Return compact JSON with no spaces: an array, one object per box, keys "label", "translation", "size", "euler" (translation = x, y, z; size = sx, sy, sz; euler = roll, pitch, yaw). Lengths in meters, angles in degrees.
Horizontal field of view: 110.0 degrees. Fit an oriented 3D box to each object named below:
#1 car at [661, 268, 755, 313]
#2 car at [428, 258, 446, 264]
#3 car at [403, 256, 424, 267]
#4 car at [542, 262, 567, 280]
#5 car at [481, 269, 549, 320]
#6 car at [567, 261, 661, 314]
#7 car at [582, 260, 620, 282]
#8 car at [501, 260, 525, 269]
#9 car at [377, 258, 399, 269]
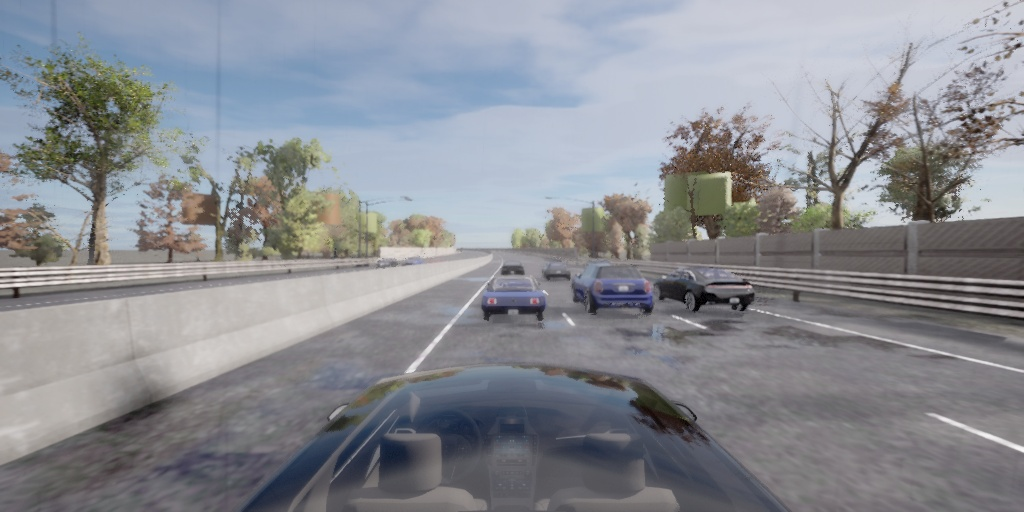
[{"label":"car","translation":[7.061,1.183,13.781],"size":[2.128,1.511,4.902],"euler":[0,0,0]},{"label":"car","translation":[-10.629,0.978,51.105],"size":[1.882,1.535,5.008],"euler":[0,0,0]},{"label":"car","translation":[-14.128,0.852,51.483],"size":[2.097,1.767,4.553],"euler":[0,0,0]},{"label":"car","translation":[3.554,1.177,29.356],"size":[1.994,1.385,4.181],"euler":[0,0,0]},{"label":"car","translation":[0.054,1.299,12.381],"size":[1.895,1.301,4.718],"euler":[0,0,0]},{"label":"car","translation":[3.559,1.043,13.519],"size":[2.097,1.767,4.553],"euler":[0,0,0]},{"label":"car","translation":[7.051,1.123,28.905],"size":[1.837,1.490,4.892],"euler":[0,1,0]},{"label":"car","translation":[0.056,1.085,30.449],"size":[1.882,1.535,5.008],"euler":[0,0,0]},{"label":"car","translation":[-17.627,0.992,51.007],"size":[2.128,1.511,4.902],"euler":[0,0,0]}]
